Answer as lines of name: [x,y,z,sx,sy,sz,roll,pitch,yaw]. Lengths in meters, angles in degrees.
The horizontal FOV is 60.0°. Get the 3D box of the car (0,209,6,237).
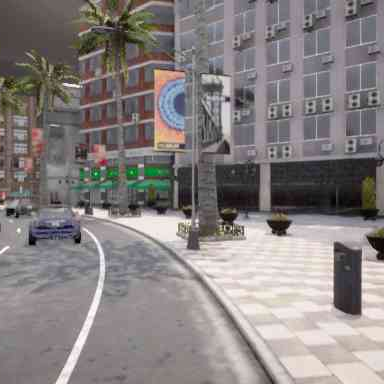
car: [-9.709,1.358,14.444,2.097,1.767,4.553,0,0,-22]

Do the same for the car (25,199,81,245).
car: [-6.471,1.361,15.775,2.097,1.767,4.553,0,0,-22]

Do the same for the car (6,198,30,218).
car: [-15.207,1.353,29.937,2.097,1.767,4.553,0,0,-41]
